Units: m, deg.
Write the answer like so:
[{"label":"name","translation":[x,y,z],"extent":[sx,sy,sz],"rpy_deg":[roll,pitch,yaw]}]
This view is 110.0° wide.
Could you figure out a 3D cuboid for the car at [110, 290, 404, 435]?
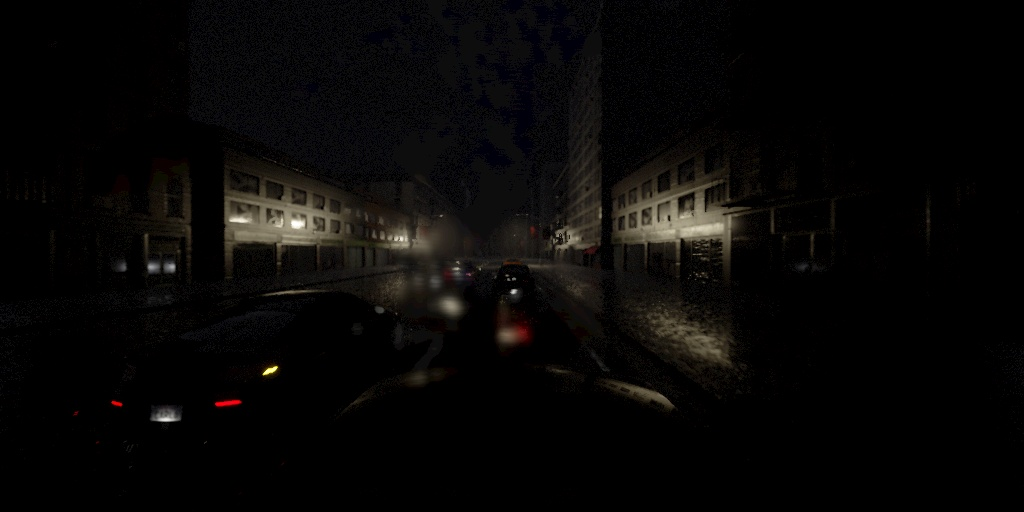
[{"label":"car","translation":[-3.148,1.248,5.568],"extent":[1.812,1.442,4.674],"rpy_deg":[0,0,0]}]

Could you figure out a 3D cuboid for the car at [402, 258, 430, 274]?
[{"label":"car","translation":[-9.780,1.008,36.970],"extent":[1.837,1.490,4.892],"rpy_deg":[0,0,0]}]

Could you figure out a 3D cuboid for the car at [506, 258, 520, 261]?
[{"label":"car","translation":[0.088,0.978,36.826],"extent":[1.882,1.535,5.008],"rpy_deg":[0,0,0]}]

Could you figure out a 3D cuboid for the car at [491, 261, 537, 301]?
[{"label":"car","translation":[0.094,1.148,16.609],"extent":[1.837,1.490,4.892],"rpy_deg":[0,0,0]}]

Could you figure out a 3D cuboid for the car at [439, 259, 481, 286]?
[{"label":"car","translation":[-3.155,1.140,23.801],"extent":[2.033,1.411,5.357],"rpy_deg":[0,0,0]}]

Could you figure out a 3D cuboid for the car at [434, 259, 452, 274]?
[{"label":"car","translation":[-6.535,1.012,36.288],"extent":[1.837,1.490,4.892],"rpy_deg":[0,0,0]}]
